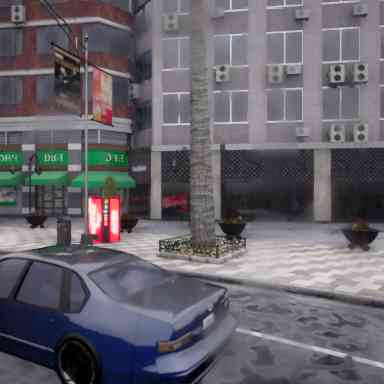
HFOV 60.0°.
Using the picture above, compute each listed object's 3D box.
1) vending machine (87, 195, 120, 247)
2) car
[{"bbox_3d":[-3.733,1.195,14.134,0.880,2.100,1.100,0,0,24],"label":"vending machine"},{"bbox_3d":[-2.032,1.548,5.031,5.357,1.411,2.033,0,0,27],"label":"car"}]
